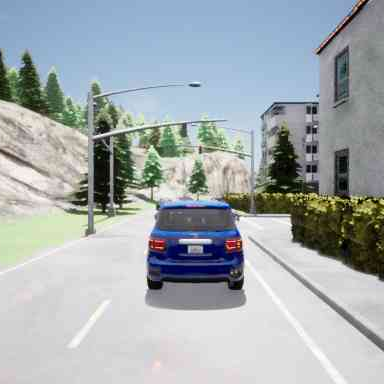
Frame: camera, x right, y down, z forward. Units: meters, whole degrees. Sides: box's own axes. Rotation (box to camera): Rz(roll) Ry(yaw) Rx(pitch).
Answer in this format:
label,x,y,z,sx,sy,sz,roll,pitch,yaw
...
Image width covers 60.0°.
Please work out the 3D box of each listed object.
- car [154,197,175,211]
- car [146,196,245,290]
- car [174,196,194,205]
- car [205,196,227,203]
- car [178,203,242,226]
label,x,y,z,sx,sy,sz,roll,pitch,yaw
car,-3.434,1.489,41.738,2.128,1.511,4.902,0,0,1
car,0.087,1.221,9.226,2.150,2.045,5.566,0,0,0
car,-1.369,1.507,57.967,1.837,1.490,4.892,0,-1,20
car,4.983,1.525,69.293,2.128,1.511,4.902,0,0,40
car,1.284,1.564,23.920,4.181,1.385,1.994,0,0,33
